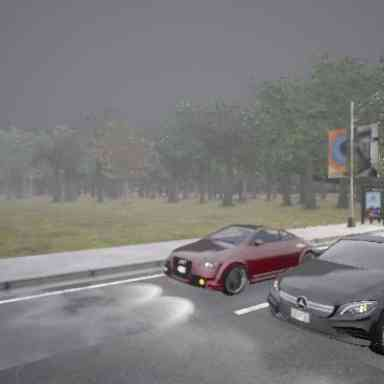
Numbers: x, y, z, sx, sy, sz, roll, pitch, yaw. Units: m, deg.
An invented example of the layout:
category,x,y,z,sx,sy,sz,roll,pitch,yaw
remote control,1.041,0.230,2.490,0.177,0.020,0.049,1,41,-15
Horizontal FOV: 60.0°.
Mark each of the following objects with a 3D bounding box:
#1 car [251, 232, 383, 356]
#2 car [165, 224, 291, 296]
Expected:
category,x,y,z,sx,sy,sz,roll,pitch,yaw
car,3.453,1.517,6.148,4.674,1.442,1.812,0,0,-35
car,1.390,1.555,8.669,4.181,1.385,1.994,0,0,-36
